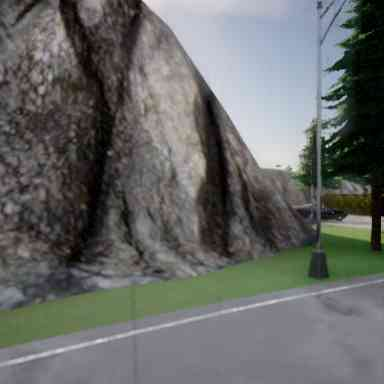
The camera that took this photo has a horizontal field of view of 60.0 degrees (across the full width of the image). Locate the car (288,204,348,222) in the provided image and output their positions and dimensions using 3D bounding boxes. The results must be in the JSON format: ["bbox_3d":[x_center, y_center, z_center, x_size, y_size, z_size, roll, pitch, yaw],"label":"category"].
[{"bbox_3d":[10.315,1.670,27.490,1.895,1.301,4.718,0,0,-28],"label":"car"}]
